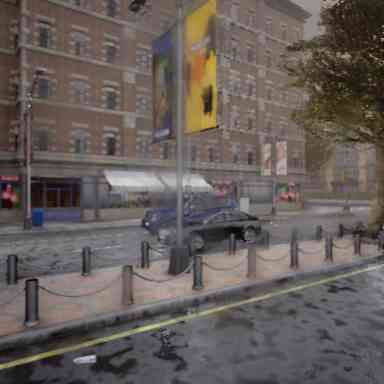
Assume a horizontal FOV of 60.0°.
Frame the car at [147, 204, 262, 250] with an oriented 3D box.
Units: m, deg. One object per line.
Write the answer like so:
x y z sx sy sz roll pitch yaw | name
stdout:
0.870 1.497 14.337 4.902 1.511 2.128 0 0 -35 | car

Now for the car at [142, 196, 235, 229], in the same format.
0.058 1.223 18.038 5.566 2.045 2.150 0 0 -35 | car
